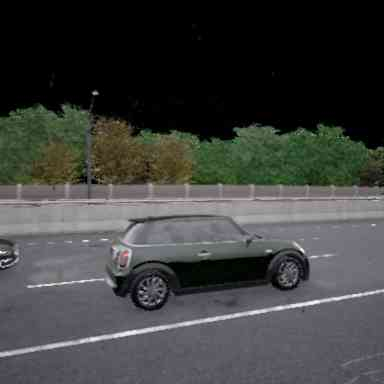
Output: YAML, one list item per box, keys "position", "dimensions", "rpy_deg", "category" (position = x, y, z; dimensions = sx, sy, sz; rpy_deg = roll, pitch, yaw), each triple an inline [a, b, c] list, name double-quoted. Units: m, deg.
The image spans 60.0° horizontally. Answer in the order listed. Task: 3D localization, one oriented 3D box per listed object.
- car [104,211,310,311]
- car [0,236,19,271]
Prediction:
- position: [0.387, 1.286, 7.584]
  dimensions: [4.553, 1.767, 2.097]
  rpy_deg: [-1, -1, -21]
  category: "car"
- position: [-7.124, 1.485, 8.379]
  dimensions: [4.892, 1.490, 1.837]
  rpy_deg: [0, 0, -21]
  category: "car"
